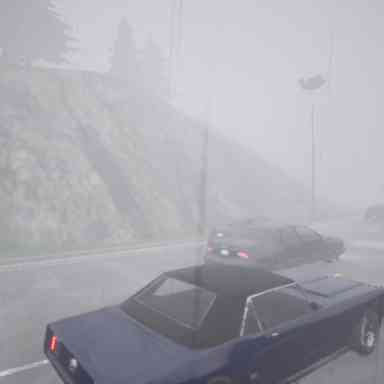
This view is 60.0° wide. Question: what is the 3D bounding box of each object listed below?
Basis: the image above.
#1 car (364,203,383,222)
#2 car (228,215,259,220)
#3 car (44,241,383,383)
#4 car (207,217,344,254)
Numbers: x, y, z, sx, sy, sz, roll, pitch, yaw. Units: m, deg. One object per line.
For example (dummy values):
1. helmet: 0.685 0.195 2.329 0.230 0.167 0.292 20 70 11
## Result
1. car: 16.391 1.761 28.747 1.837 1.490 4.892 -1 -1 42
2. car: 2.685 1.759 15.111 4.181 1.385 1.994 0 -1 -41
3. car: 0.733 1.663 4.461 4.718 1.301 1.895 0 -1 -37
4. car: 2.810 1.676 10.552 5.357 1.411 2.033 0 -1 -40
